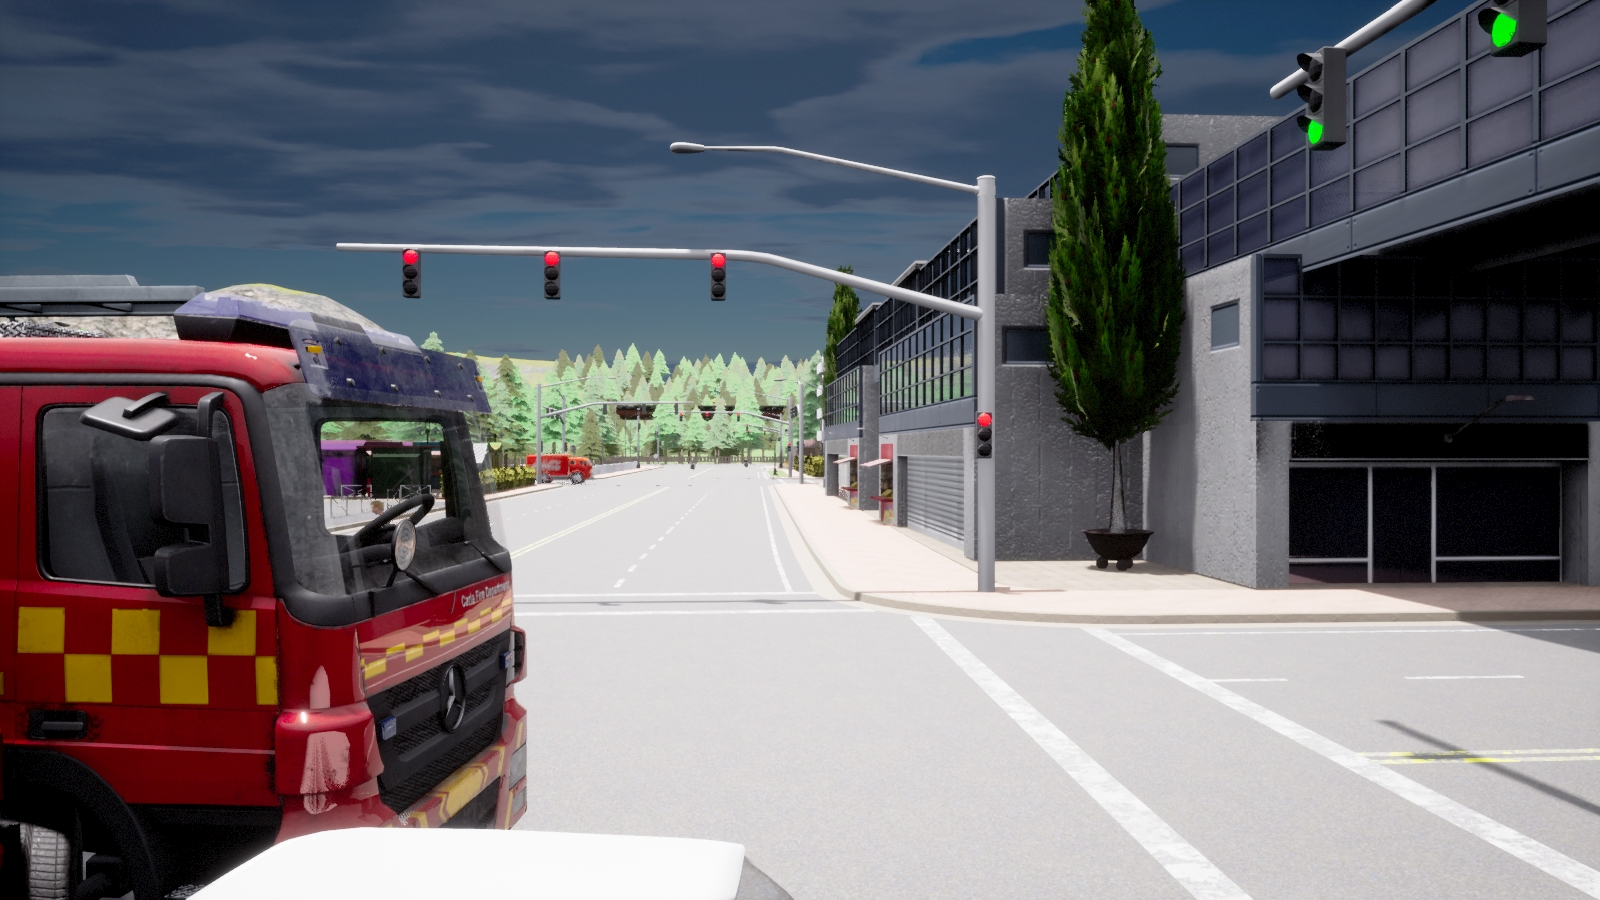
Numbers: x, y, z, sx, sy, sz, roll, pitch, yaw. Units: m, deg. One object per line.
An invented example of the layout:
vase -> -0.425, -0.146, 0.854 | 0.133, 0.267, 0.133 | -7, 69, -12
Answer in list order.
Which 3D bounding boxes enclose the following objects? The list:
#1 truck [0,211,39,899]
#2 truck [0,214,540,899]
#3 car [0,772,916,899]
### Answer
truck -> -7.587, 0.890, 3.490 | 8.468, 3.827, 2.891 | 0, 0, -3
truck -> -6.102, 0.890, 6.659 | 8.468, 3.827, 2.891 | 0, 0, 4
car -> -1.549, 2.065, 3.579 | 3.806, 1.475, 1.970 | 0, 0, 5
